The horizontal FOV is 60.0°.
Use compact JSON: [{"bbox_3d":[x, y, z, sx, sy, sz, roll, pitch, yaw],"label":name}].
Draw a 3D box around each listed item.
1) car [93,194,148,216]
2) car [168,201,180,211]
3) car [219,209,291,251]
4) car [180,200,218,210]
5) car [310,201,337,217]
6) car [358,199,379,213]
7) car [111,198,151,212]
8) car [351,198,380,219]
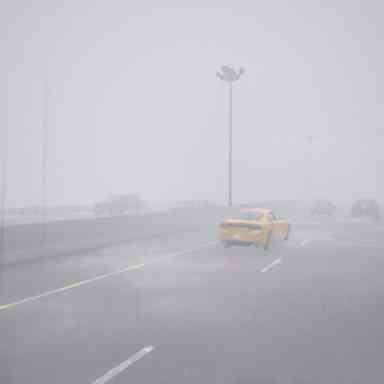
[{"bbox_3d":[-7.151,1.216,32.651,2.150,2.045,5.566,0,0,29],"label":"car"},{"bbox_3d":[-0.699,1.593,36.977,1.895,1.301,4.718,0,0,29],"label":"car"},{"bbox_3d":[2.866,1.474,14.346,1.882,1.535,5.008,0,0,29],"label":"car"},{"bbox_3d":[1.080,1.519,32.983,1.812,1.442,4.674,0,0,29],"label":"car"},{"bbox_3d":[12.414,1.538,31.346,2.033,1.411,5.357,0,0,29],"label":"car"},{"bbox_3d":[20.236,1.553,38.129,1.994,1.385,4.181,0,0,30],"label":"car"},{"bbox_3d":[-7.199,1.485,39.698,2.128,1.511,4.902,0,0,29],"label":"car"},{"bbox_3d":[15.294,1.343,29.323,2.097,1.767,4.553,0,0,29],"label":"car"}]
